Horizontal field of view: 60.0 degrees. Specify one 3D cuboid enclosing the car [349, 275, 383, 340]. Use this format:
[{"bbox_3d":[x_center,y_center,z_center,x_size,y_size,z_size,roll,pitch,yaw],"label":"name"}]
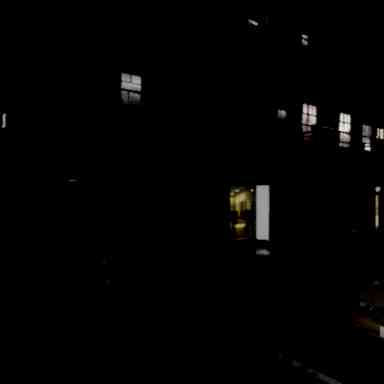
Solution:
[{"bbox_3d":[4.534,1.515,5.654,4.829,1.417,1.752,0,0,-35],"label":"car"}]
